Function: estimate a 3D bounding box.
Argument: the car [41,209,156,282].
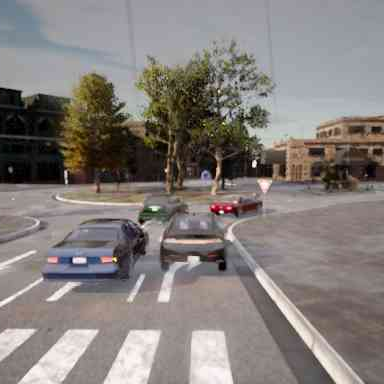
[{"bbox_3d":[-2.449,1.474,9.712,2.033,1.411,5.357,0,1,0],"label":"car"}]

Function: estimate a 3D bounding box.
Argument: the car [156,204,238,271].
[{"bbox_3d":[0.064,1.397,10.683,2.128,1.511,4.902,0,1,1],"label":"car"}]

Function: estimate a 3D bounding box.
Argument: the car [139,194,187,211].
[{"bbox_3d":[-1.612,0.873,20.336,2.097,1.767,4.553,1,3,11],"label":"car"}]

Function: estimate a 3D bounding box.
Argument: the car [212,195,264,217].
[{"bbox_3d":[3.314,0.897,23.597,1.895,1.301,4.718,4,6,38],"label":"car"}]
